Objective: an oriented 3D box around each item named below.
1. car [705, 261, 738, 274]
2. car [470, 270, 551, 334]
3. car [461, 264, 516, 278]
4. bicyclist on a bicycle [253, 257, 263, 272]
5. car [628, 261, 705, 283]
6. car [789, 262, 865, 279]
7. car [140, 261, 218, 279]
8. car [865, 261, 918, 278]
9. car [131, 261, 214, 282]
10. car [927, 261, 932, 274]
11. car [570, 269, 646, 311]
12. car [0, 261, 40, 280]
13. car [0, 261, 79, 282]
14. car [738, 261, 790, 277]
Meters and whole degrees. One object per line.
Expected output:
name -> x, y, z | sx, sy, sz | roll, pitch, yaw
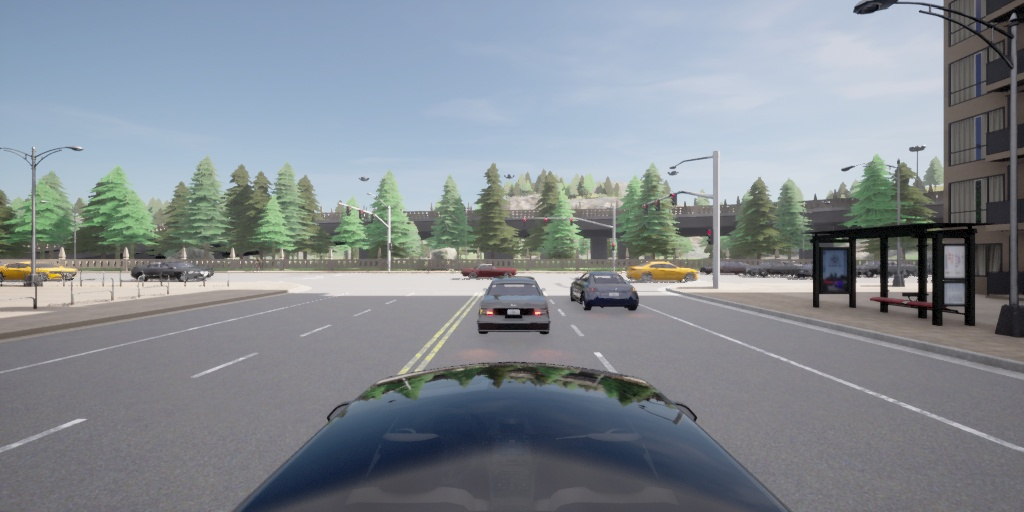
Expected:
car -> 22.405, 1.242, 37.129 | 5.357, 1.411, 2.033 | 0, 0, 1
car -> 0.058, 1.297, 10.540 | 2.033, 1.411, 5.357 | 0, 0, 1
car -> -1.860, 1.321, 30.278 | 4.718, 1.301, 1.895 | 0, 0, 1
bicyclist on a bicycle -> -29.468, 0.995, 41.636 | 0.582, 1.620, 1.656 | 0, 0, 1
car -> 11.140, 1.171, 26.605 | 5.008, 1.535, 1.882 | 0, 0, 1
car -> 26.194, 1.258, 29.906 | 4.181, 1.385, 1.994 | 0, 0, 1
car -> -28.329, 1.172, 30.606 | 5.008, 1.535, 1.882 | 0, 0, 0
car -> 33.860, 1.186, 33.007 | 4.902, 1.511, 2.128 | 0, 0, 6
car -> -25.643, 1.186, 27.046 | 4.902, 1.511, 2.128 | 0, 0, -2
car -> 40.977, 1.220, 35.164 | 4.674, 1.442, 1.812 | 0, 0, 17
car -> 3.577, 1.314, 14.551 | 1.994, 1.385, 4.181 | 0, 0, 0
car -> -43.936, 1.186, 30.215 | 4.902, 1.511, 2.128 | 0, 0, -8
car -> -35.982, 1.172, 27.134 | 5.008, 1.535, 1.882 | 0, 0, -1
car -> 24.522, 1.186, 33.549 | 4.902, 1.511, 2.128 | 0, 0, 2
